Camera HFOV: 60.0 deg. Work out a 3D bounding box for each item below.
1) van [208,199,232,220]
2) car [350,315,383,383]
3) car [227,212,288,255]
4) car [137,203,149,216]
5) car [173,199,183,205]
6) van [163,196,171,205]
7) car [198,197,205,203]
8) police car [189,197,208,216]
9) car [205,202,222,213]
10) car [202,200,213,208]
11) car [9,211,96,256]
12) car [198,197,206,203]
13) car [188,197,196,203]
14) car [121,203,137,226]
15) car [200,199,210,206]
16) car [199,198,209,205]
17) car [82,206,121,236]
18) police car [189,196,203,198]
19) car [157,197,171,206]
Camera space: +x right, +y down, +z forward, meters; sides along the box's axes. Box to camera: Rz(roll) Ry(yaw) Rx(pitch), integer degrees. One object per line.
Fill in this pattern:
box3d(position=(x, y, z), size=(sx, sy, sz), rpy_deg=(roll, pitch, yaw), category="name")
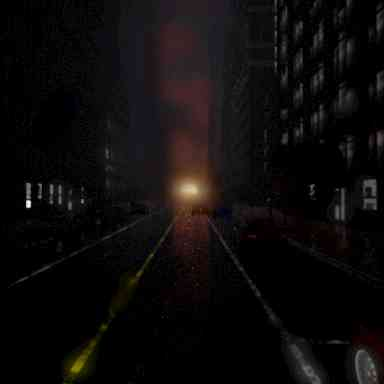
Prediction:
box3d(position=(2.686, 1.593, 30.678), size=(1.690, 1.788, 3.998), rpy_deg=(0, 0, 0), category="van")
box3d(position=(2.689, 1.603, 2.212), size=(1.802, 1.307, 4.206), rpy_deg=(0, -1, 0), category="car")
box3d(position=(2.688, 1.701, 13.600), size=(1.802, 1.307, 4.206), rpy_deg=(0, 0, 0), category="car")
box3d(position=(-5.696, 1.878, 36.369), size=(1.802, 1.307, 4.206), rpy_deg=(0, 0, 0), category="car")
box3d(position=(-3.009, 2.112, 71.679), size=(1.994, 1.385, 4.181), rpy_deg=(0, 0, 0), category="car")
box3d(position=(-5.700, 1.934, 76.218), size=(1.690, 1.788, 3.998), rpy_deg=(0, 0, 0), category="van")
box3d(position=(2.678, 2.139, 93.291), size=(1.967, 1.590, 4.097), rpy_deg=(0, 0, 0), category="car")
box3d(position=(0.895, 1.725, 36.805), size=(1.930, 1.638, 5.238), rpy_deg=(0, 0, 0), category="police car")
box3d(position=(2.684, 1.922, 42.059), size=(1.802, 1.307, 4.206), rpy_deg=(0, 0, 0), category="car")
box3d(position=(2.682, 2.054, 59.137), size=(1.802, 1.307, 4.206), rpy_deg=(0, 0, 0), category="car")
box3d(position=(-5.693, 1.670, 13.600), size=(2.008, 1.369, 4.403), rpy_deg=(0, 0, 0), category="car")
box3d(position=(2.679, 2.104, 87.599), size=(1.967, 1.590, 4.097), rpy_deg=(0, 0, 0), category="car")
box3d(position=(-0.012, 2.053, 88.269), size=(1.837, 1.490, 4.892), rpy_deg=(0, 0, 0), category="car")
box3d(position=(-5.694, 1.759, 24.985), size=(2.008, 1.369, 4.403), rpy_deg=(0, 0, 0), category="car")
box3d(position=(2.681, 2.105, 70.522), size=(2.008, 1.369, 4.403), rpy_deg=(0, 0, 0), category="car")
box3d(position=(2.680, 2.143, 76.214), size=(2.008, 1.369, 4.403), rpy_deg=(0, 0, 0), category="car")
box3d(position=(-5.694, 1.605, 19.294), size=(1.967, 1.590, 4.097), rpy_deg=(0, 0, 0), category="car")
box3d(position=(0.893, 1.802, 46.805), size=(1.930, 1.638, 5.238), rpy_deg=(0, 0, 0), category="police car")
box3d(position=(-5.699, 2.065, 64.832), size=(2.008, 1.369, 4.403), rpy_deg=(0, 0, 0), category="car")
